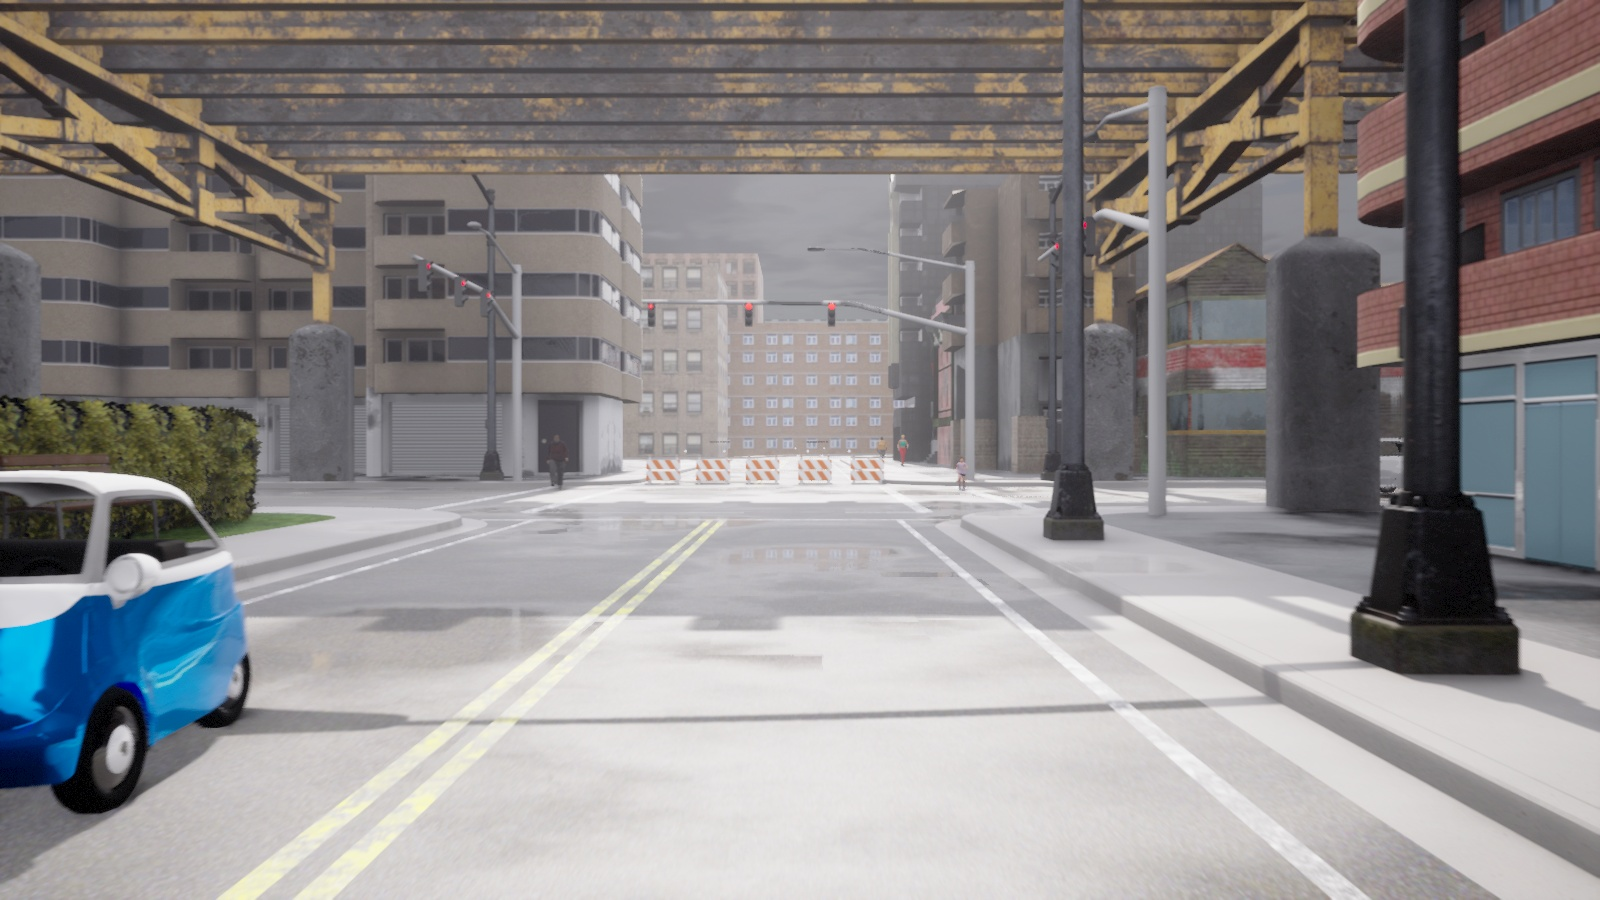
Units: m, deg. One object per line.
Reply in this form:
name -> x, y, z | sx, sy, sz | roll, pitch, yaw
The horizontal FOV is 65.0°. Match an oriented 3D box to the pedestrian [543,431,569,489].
pedestrian -> -7.822, 0.316, 40.257 | 0.634, 1.844, 0.899 | 0, 0, 0

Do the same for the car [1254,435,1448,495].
car -> 15.756, 0.400, 36.106 | 4.611, 1.667, 2.242 | 0, 0, 0

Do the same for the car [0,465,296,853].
car -> -3.453, 0.767, 5.645 | 1.481, 1.376, 2.207 | 0, 0, 0

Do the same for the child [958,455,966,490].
child -> 5.100, 0.710, 39.532 | 0.255, 1.110, 0.394 | 0, 0, 11
